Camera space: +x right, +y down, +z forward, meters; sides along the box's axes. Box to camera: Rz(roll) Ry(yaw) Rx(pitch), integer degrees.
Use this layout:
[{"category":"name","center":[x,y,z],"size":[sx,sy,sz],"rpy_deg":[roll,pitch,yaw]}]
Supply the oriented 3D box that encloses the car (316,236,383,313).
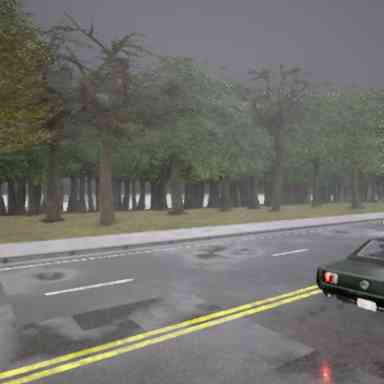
[{"category":"car","center":[4.699,1.562,6.778],"size":[4.718,1.301,1.895],"rpy_deg":[0,0,-35]}]
